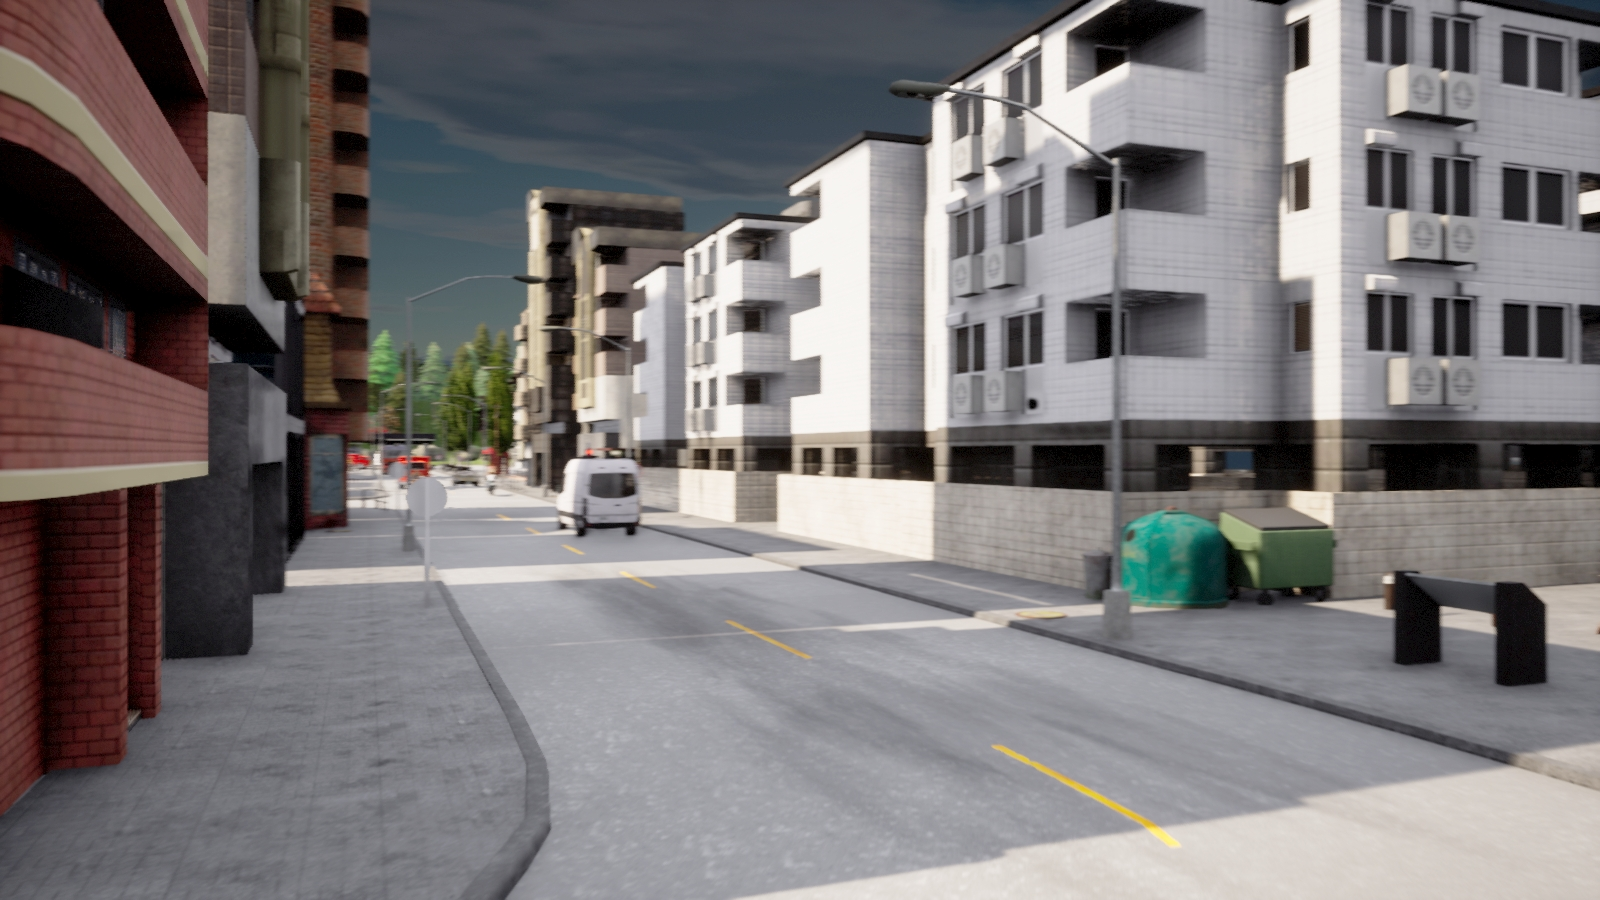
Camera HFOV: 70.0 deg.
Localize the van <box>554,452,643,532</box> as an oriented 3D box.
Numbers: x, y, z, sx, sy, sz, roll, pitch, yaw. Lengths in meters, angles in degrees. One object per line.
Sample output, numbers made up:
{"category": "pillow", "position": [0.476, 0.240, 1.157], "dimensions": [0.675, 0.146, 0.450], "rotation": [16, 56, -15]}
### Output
{"category": "van", "position": [-7.103, 1.370, 39.781], "dimensions": [1.988, 2.561, 5.915], "rotation": [0, 0, -21]}
